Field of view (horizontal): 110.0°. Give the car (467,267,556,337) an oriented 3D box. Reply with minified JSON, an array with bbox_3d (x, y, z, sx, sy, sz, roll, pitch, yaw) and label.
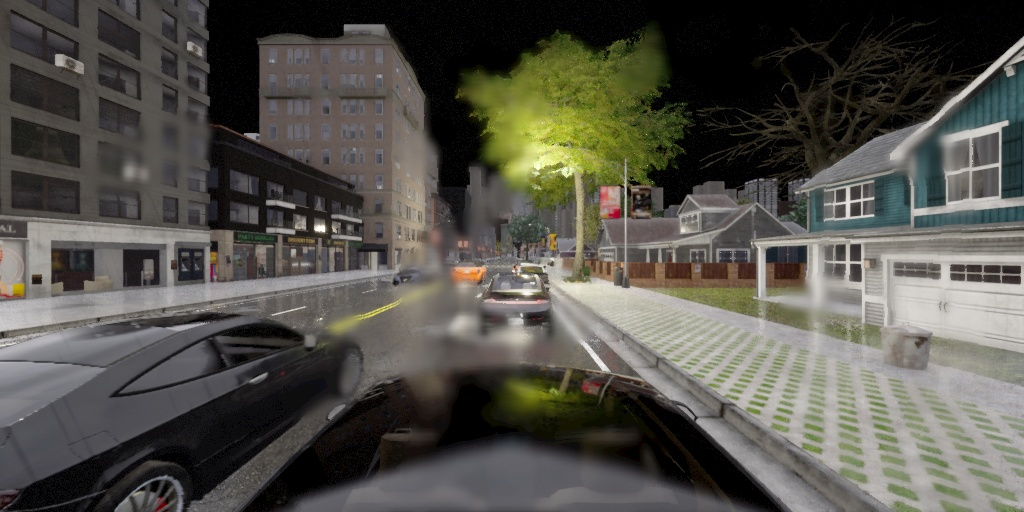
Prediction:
[{"bbox_3d":[0.128,1.239,10.296,2.128,1.511,4.902,0,0,0],"label":"car"}]

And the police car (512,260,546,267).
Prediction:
[{"bbox_3d":[1.040,1.165,20.545,1.930,1.638,5.238,0,0,0],"label":"police car"}]

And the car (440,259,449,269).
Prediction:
[{"bbox_3d":[-9.653,1.214,54.725,1.837,1.490,4.892,0,0,0],"label":"car"}]

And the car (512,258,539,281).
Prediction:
[{"bbox_3d":[1.074,1.081,30.406,2.097,1.767,4.553,0,0,0],"label":"car"}]

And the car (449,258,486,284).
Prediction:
[{"bbox_3d":[-3.063,1.087,26.464,2.097,1.767,4.553,0,0,0],"label":"car"}]

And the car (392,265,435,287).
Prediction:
[{"bbox_3d":[-6.523,1.300,24.123,1.994,1.385,4.181,0,0,0],"label":"car"}]

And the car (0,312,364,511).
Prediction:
[{"bbox_3d":[-3.145,1.276,3.489,1.812,1.442,4.674,0,0,0],"label":"car"}]
